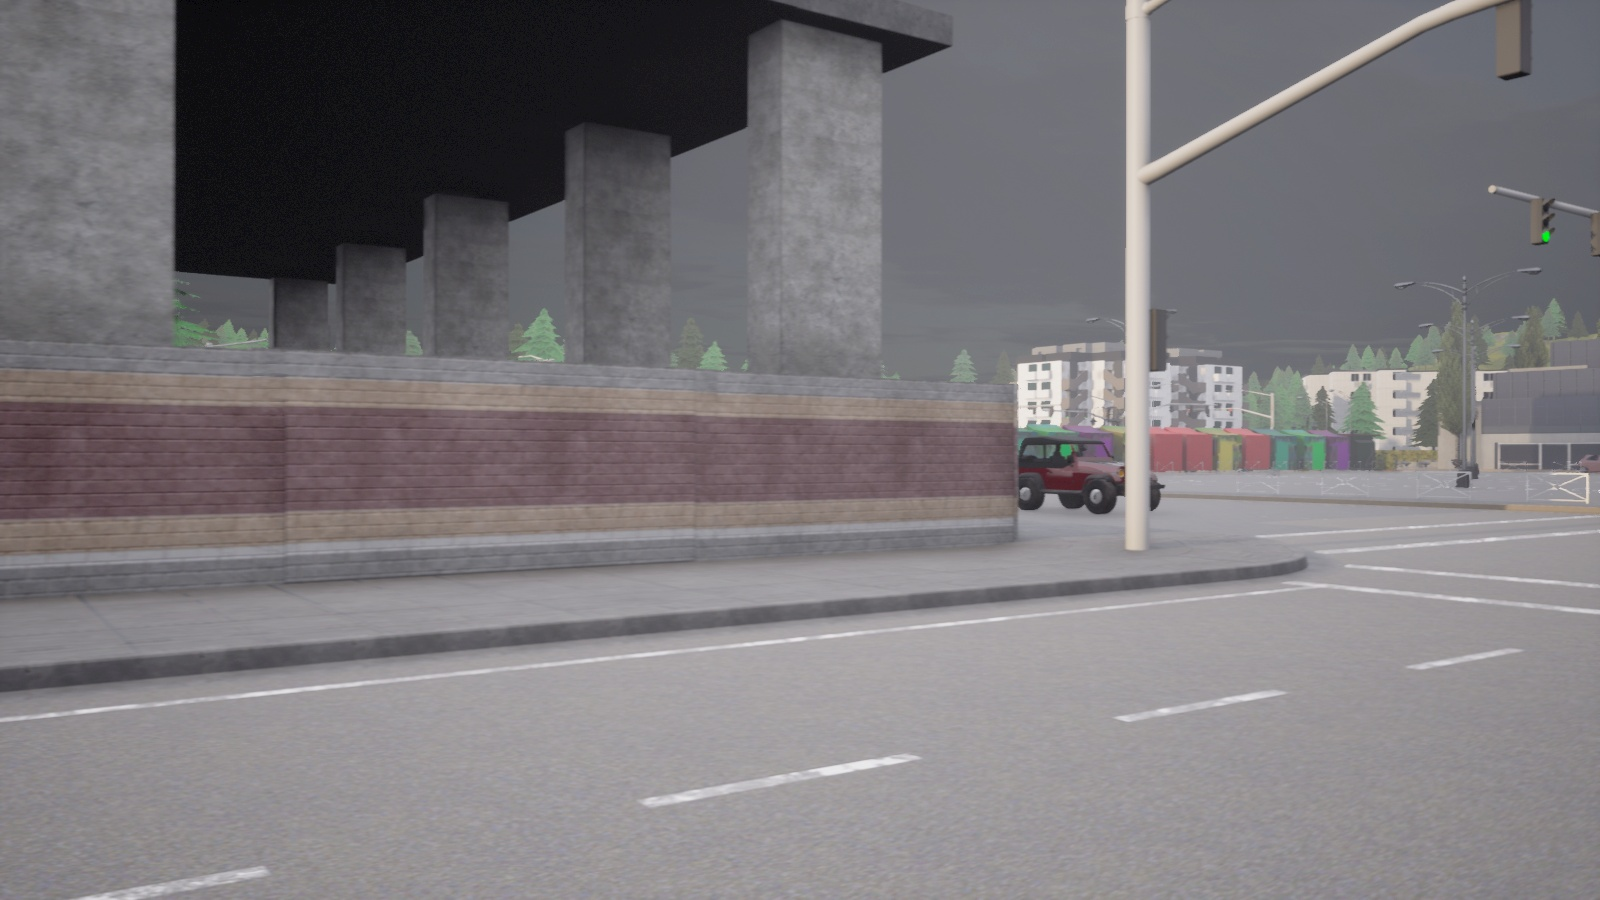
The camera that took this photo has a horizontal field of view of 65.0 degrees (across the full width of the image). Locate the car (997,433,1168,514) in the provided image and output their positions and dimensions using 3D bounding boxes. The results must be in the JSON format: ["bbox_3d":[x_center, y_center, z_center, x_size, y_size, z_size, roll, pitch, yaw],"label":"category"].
[{"bbox_3d":[6.923,0.547,31.114,1.905,1.878,3.866,0,0,-35],"label":"car"}]
